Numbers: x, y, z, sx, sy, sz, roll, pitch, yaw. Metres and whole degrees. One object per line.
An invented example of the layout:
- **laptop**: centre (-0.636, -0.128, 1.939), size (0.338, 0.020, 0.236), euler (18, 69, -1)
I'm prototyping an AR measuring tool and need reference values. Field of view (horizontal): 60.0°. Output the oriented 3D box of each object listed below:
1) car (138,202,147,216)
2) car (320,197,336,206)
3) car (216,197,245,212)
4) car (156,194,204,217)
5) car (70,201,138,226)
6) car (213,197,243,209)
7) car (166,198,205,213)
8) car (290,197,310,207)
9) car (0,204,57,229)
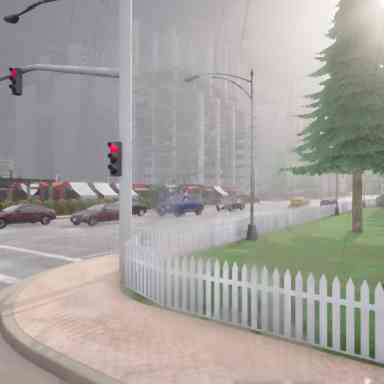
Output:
- **car**: centre (-6.196, 1.478, 29.914), size (1.882, 1.535, 5.008), euler (0, 0, 34)
- **car**: centre (21.080, 1.526, 51.264), size (1.812, 1.442, 4.674), euler (0, 0, 34)
- **car**: centre (4.645, 1.491, 39.718), size (2.128, 1.511, 4.902), euler (0, 0, 34)
- **car**: centre (-0.990, 1.221, 31.378), size (2.150, 2.045, 5.566), euler (0, 0, 34)
- **car**: centre (-6.300, 1.526, 23.458), size (1.812, 1.442, 4.674), euler (0, 0, 34)
- **car**: centre (5.160, 1.491, 46.696), size (2.128, 1.511, 4.902), euler (0, 0, 34)
- **car**: centre (-0.654, 1.491, 38.128), size (2.128, 1.511, 4.902), euler (0, 0, 34)
- **car**: centre (16.576, 1.477, 50.840), size (1.882, 1.535, 5.008), euler (0, 0, 34)
- **car**: centre (-11.415, 1.526, 22.169), size (1.812, 1.442, 4.674), euler (0, 0, 36)
